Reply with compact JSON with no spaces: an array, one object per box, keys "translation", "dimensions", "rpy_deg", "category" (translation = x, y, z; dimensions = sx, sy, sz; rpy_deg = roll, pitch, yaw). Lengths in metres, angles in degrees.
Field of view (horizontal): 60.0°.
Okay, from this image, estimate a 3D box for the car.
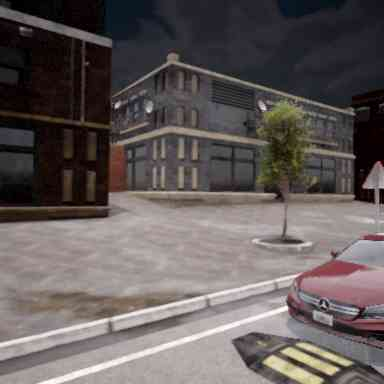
[{"translation":[3.735,1.509,6.037],"dimensions":[4.674,1.442,1.812],"rpy_deg":[0,0,-35],"category":"car"}]
